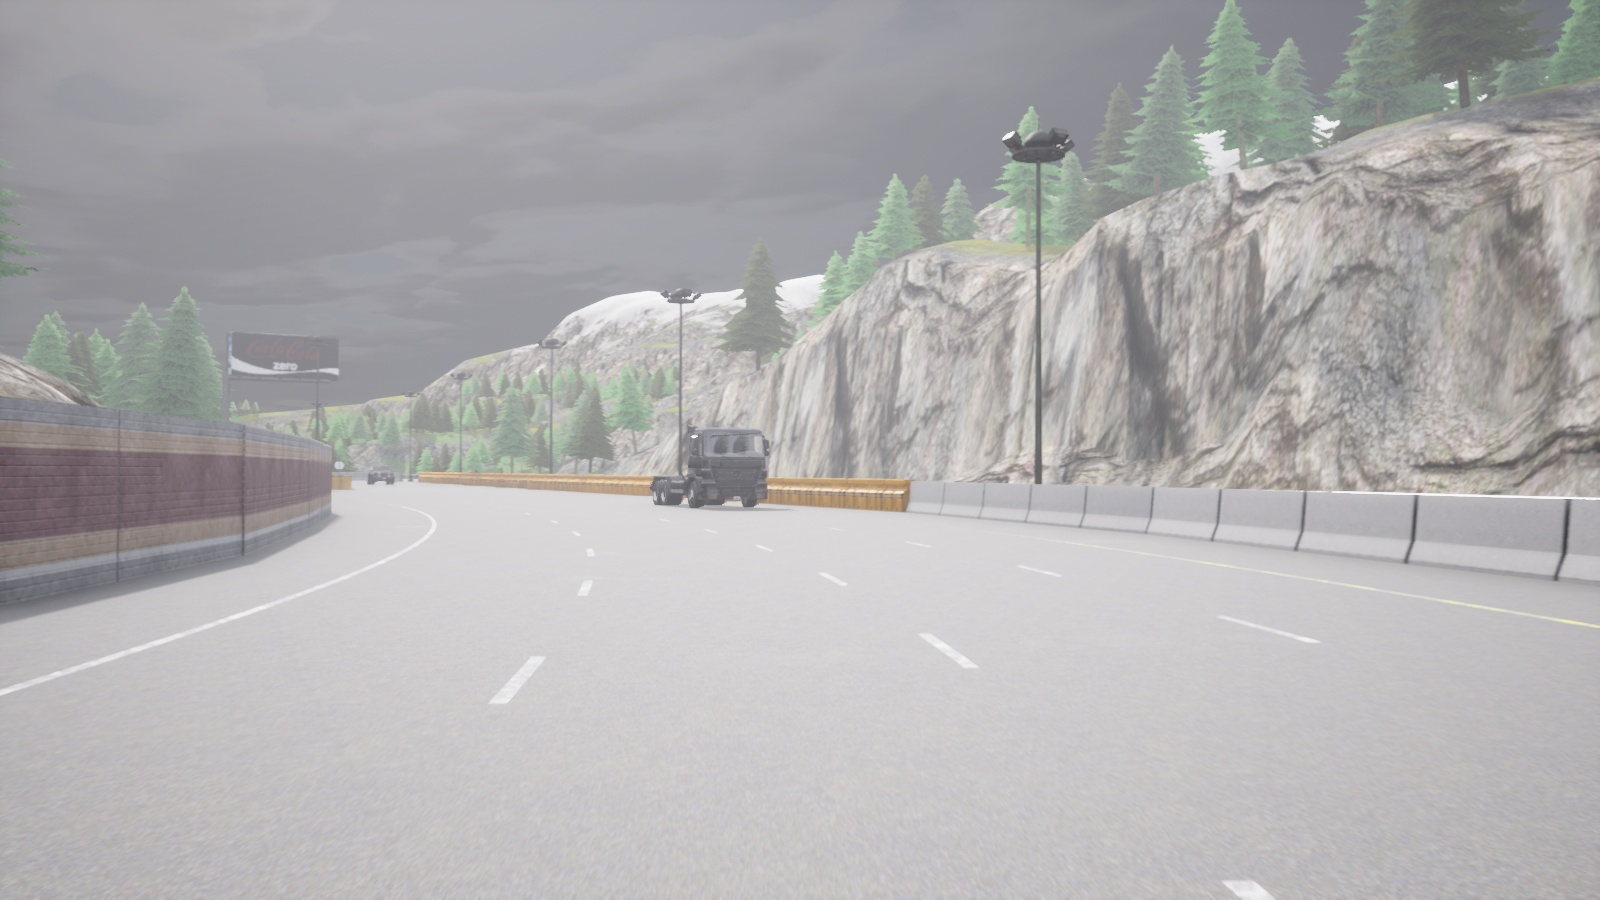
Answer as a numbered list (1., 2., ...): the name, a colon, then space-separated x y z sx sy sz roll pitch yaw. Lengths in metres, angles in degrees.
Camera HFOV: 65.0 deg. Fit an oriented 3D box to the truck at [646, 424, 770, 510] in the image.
1. truck: -4.147 0.765 54.618 2.891 3.462 7.936 0 -1 -24
